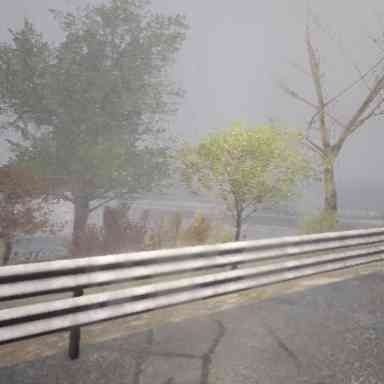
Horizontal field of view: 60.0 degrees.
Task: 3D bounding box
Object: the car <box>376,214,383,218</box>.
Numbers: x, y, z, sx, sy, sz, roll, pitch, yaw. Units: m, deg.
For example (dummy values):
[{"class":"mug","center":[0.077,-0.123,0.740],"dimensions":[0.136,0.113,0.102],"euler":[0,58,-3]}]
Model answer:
[{"class":"car","center":[31.394,3.771,51.584],"dimensions":[5.008,1.535,1.882],"euler":[3,-2,18]}]
